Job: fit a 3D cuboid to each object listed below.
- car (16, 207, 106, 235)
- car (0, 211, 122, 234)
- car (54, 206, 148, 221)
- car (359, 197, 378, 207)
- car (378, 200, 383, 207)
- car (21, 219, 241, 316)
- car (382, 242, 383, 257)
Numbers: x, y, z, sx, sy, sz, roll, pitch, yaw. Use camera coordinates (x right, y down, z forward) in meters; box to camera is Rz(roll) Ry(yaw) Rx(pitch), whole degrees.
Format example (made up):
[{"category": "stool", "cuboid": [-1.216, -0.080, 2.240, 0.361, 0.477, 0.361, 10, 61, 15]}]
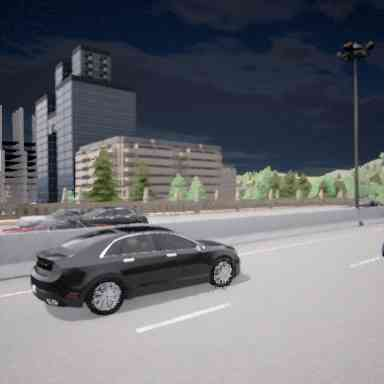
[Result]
[{"category": "car", "cuboid": [-7.846, 1.690, 20.183, 4.718, 1.301, 1.895, 0, 0, -39]}, {"category": "car", "cuboid": [-5.466, 1.659, 13.166, 4.718, 1.301, 1.895, 0, 0, -38]}, {"category": "car", "cuboid": [-4.733, 1.574, 18.197, 4.892, 1.490, 1.837, 0, 0, -39]}, {"category": "car", "cuboid": [25.145, 1.520, 47.426, 4.902, 1.511, 2.128, 1, -1, -39]}, {"category": "car", "cuboid": [27.452, 1.365, 44.793, 4.553, 1.767, 2.097, 1, -1, -39]}, {"category": "car", "cuboid": [-0.986, 1.527, 7.620, 4.892, 1.490, 1.837, 0, 0, -37]}, {"category": "car", "cuboid": [7.612, 1.586, 9.990, 4.718, 1.301, 1.895, 0, 0, -39]}]
